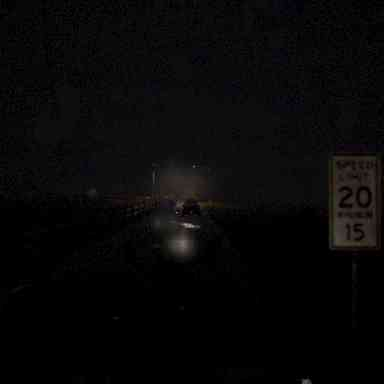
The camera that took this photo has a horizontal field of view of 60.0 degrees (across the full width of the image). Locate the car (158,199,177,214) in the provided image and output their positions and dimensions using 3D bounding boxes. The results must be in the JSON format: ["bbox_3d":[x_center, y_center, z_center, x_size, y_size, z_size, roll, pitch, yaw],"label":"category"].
[{"bbox_3d":[-2.821,1.683,39.250,1.882,1.535,5.008,0,0,0],"label":"car"}]

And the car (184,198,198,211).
[{"bbox_3d":[-0.069,1.689,45.820,1.837,1.490,4.892,0,1,0],"label":"car"}]

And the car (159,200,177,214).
[{"bbox_3d":[-2.808,1.359,32.055,2.128,1.511,4.902,0,0,0],"label":"car"}]

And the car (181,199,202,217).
[{"bbox_3d":[-0.062,1.747,34.227,1.812,1.442,4.674,0,0,0],"label":"car"}]
